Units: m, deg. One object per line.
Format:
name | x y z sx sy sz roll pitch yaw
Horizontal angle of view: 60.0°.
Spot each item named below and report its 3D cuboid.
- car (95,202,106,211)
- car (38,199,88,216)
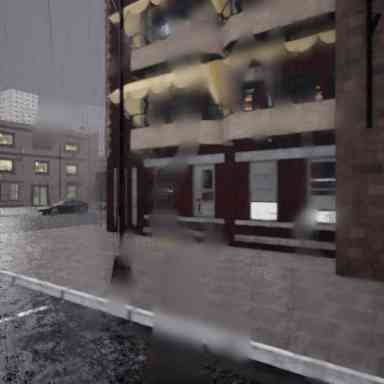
car | -7.795 1.257 33.600 1.802 1.307 4.206 1 1 35
car | -11.099 1.307 28.960 1.947 1.339 4.313 1 1 35
